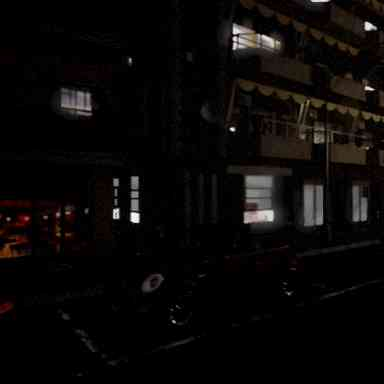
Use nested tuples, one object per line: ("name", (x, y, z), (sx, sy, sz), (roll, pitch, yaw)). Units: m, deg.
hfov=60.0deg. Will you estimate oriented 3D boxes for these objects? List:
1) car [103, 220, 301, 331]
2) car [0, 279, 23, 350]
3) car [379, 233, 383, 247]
("car", (0.313, 1.441, 6.791), (4.097, 1.590, 1.967), (0, 0, -35))
("car", (-4.186, 1.582, 3.581), (4.206, 1.307, 1.802), (0, 0, -35))
("car", (9.173, 1.531, 13.110), (4.829, 1.417, 1.752), (0, 0, -35))
